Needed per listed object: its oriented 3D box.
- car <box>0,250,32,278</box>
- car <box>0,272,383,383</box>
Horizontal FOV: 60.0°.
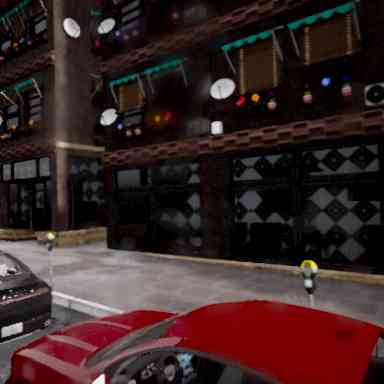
[{"bbox_3d":[-4.160,1.625,5.706,4.403,1.369,2.008,-1,-2,35],"label":"car"},{"bbox_3d":[0.346,1.557,2.497,4.507,1.381,1.887,-1,-2,35],"label":"car"}]
